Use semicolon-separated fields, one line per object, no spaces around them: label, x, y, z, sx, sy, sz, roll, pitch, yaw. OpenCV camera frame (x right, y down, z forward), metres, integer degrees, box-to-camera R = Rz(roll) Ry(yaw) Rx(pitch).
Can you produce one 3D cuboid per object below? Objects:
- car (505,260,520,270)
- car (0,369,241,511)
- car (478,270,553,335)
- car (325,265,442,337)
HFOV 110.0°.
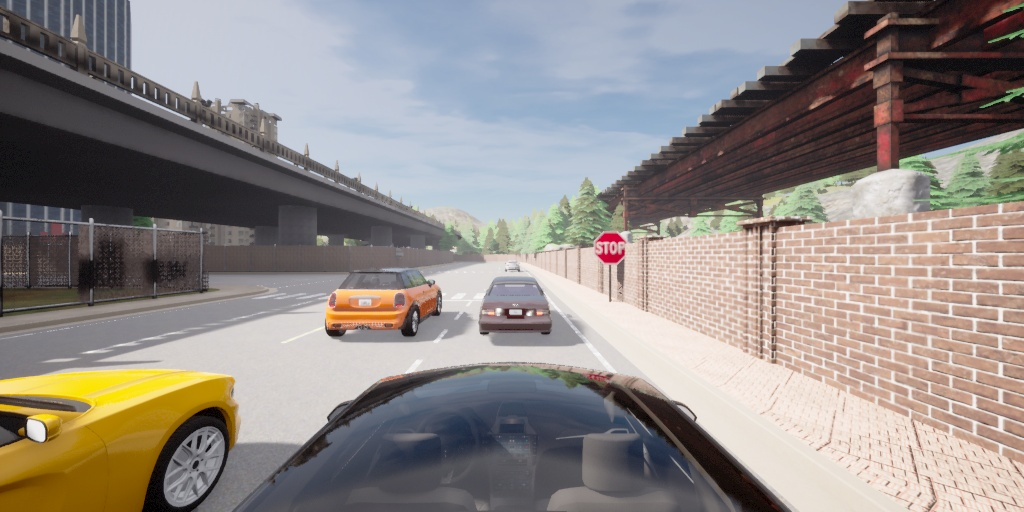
car;0.059;1.276;46.357;1.812;1.442;4.674;0;0;-1
car;-3.398;1.228;1.213;1.882;1.535;5.008;0;0;0
car;0.077;1.297;10.494;2.033;1.411;5.357;0;0;0
car;-3.425;1.102;10.471;2.097;1.767;4.553;0;0;0
